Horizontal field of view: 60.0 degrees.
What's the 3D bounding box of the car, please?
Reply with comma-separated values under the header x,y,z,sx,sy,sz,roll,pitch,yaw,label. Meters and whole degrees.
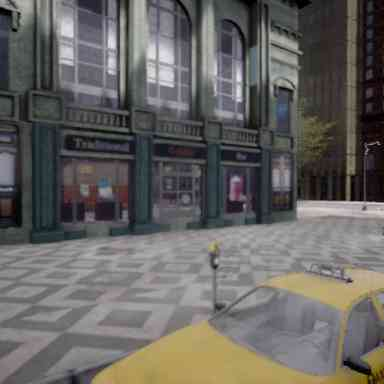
x,y,z,sx,sy,sz,roll,pitch,yaw,label
1.283,1.504,3.514,4.829,1.417,1.752,0,0,-36,car
